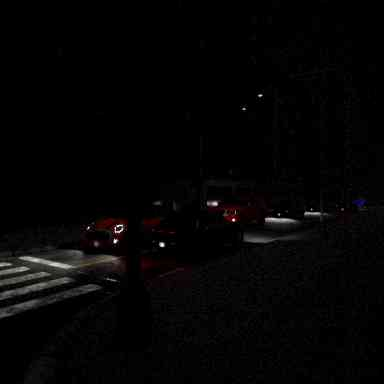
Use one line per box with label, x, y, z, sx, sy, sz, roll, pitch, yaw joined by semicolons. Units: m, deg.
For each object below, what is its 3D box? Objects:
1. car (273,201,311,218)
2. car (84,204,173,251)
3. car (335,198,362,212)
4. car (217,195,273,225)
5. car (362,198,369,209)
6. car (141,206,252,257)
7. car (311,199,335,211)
car;8.964;1.538;30.591;2.033;1.411;5.357;0;0;35
car;-2.306;1.345;14.213;2.097;1.767;4.553;0;0;34
car;17.831;1.605;38.348;1.895;1.301;4.718;0;0;35
car;3.139;1.213;22.156;2.150;2.045;5.566;0;0;35
car;23.574;1.536;46.750;1.812;1.442;4.674;0;0;35
car;0.373;1.510;13.129;1.837;1.490;4.892;0;0;35
car;14.733;1.538;38.882;2.033;1.411;5.357;0;0;35
